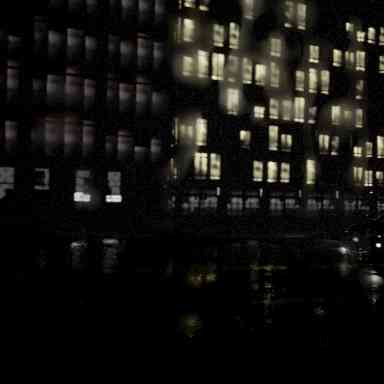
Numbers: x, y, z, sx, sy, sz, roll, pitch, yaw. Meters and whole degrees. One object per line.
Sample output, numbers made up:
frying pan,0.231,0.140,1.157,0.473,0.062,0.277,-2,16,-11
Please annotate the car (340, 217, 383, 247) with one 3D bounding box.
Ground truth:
car,10.603,2.165,18.285,4.181,1.385,1.994,3,-1,-17

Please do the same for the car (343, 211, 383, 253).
car,9.407,1.729,14.523,5.566,2.045,2.150,3,-1,-17
